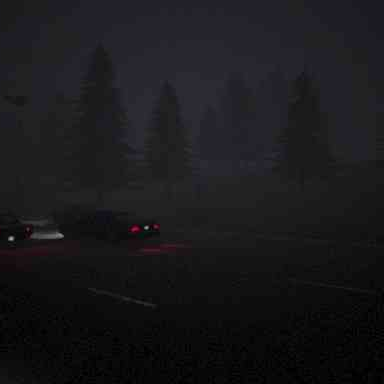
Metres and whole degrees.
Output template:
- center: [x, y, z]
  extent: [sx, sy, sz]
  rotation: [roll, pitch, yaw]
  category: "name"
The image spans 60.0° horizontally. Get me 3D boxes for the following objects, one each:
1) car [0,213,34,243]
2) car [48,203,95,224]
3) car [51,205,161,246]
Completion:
- center: [-9.168, 1.594, 14.828]
  extent: [4.718, 1.301, 1.895]
  rotation: [0, 0, 35]
  category: "car"
- center: [-7.655, 1.470, 22.348]
  extent: [5.008, 1.535, 1.882]
  rotation: [0, 0, 36]
  category: "car"
- center: [-3.950, 1.543, 15.408]
  extent: [5.357, 1.411, 2.033]
  rotation: [0, 0, 35]
  category: "car"
